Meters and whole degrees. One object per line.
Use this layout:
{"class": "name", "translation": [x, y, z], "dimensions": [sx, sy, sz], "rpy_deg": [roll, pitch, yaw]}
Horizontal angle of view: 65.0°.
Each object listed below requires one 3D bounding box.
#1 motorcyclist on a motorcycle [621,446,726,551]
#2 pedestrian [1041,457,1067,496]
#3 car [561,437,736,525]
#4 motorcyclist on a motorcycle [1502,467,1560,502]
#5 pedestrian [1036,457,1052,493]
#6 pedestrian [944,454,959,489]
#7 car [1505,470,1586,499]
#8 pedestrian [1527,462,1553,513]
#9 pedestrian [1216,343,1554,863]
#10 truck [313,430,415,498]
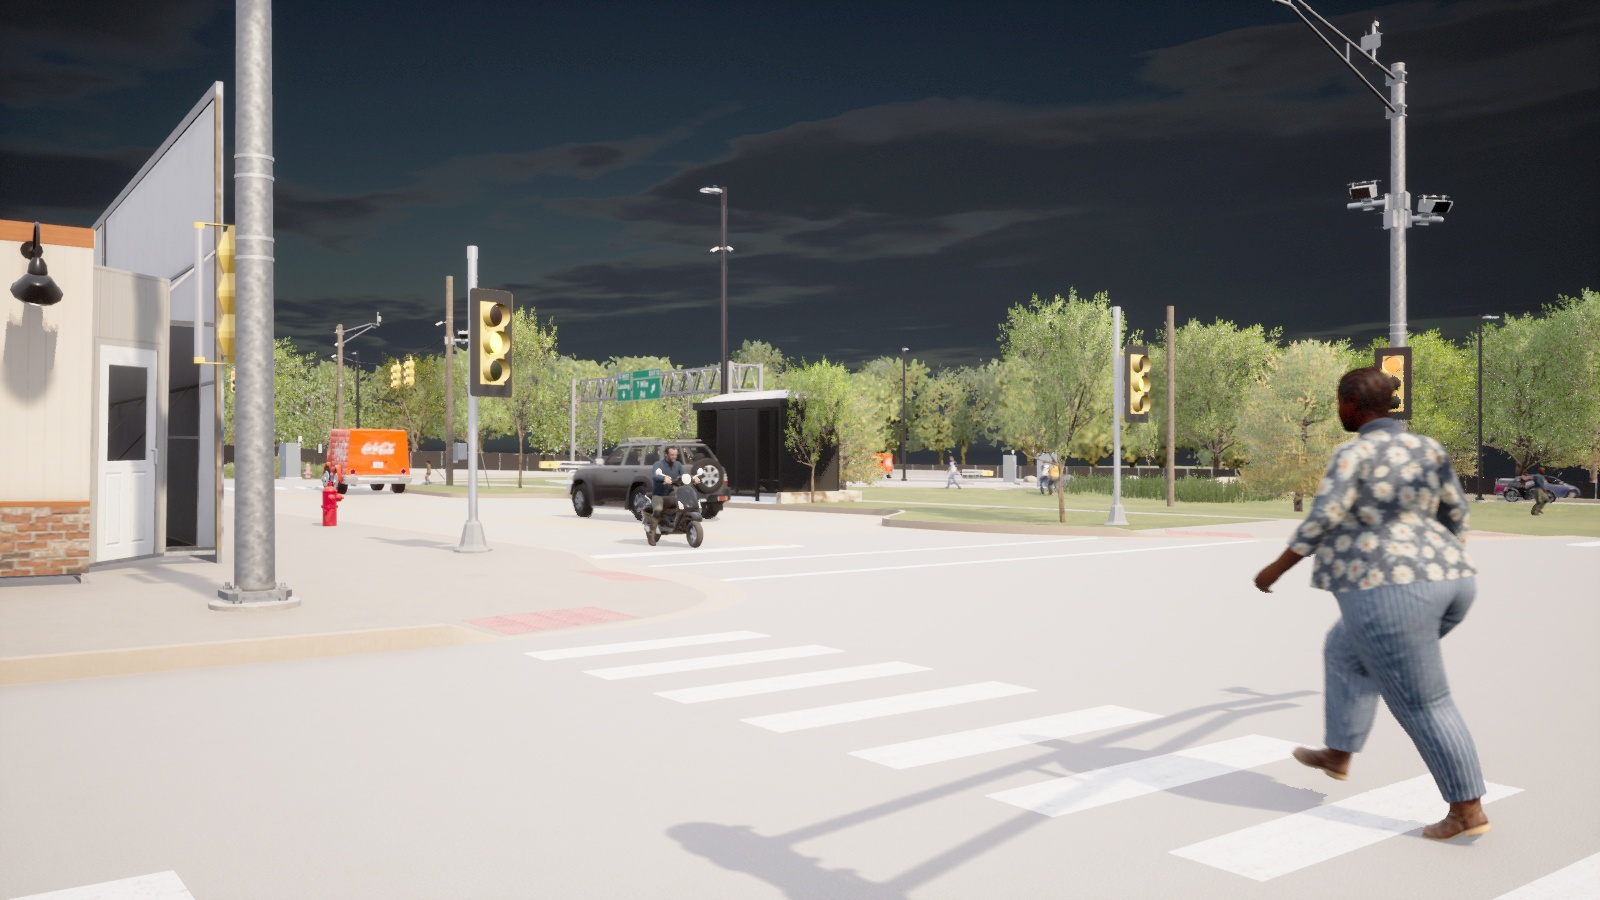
{"class": "motorcyclist on a motorcycle", "translation": [-2.040, 0.744, 20.081], "dimensions": [0.866, 1.590, 1.817], "rpy_deg": [0, 0, -36]}
{"class": "pedestrian", "translation": [12.514, 1.296, 61.970], "dimensions": [0.874, 1.855, 0.900], "rpy_deg": [0, 0, -35]}
{"class": "car", "translation": [-3.562, 0.668, 28.767], "dimensions": [1.932, 1.855, 4.605], "rpy_deg": [0, 0, -37]}
{"class": "motorcyclist on a motorcycle", "translation": [36.150, 1.687, 62.159], "dimensions": [0.766, 1.649, 2.350], "rpy_deg": [0, 0, -44]}
{"class": "pedestrian", "translation": [12.356, 1.253, 63.652], "dimensions": [0.354, 1.836, 0.706], "rpy_deg": [0, 0, -40]}
{"class": "pedestrian", "translation": [8.105, 1.129, 67.072], "dimensions": [0.706, 1.836, 0.354], "rpy_deg": [0, 0, -17]}
{"class": "car", "translation": [46.698, 2.162, 78.740], "dimensions": [3.988, 1.617, 1.851], "rpy_deg": [2, -2, -2]}
{"class": "pedestrian", "translation": [27.204, 1.368, 46.155], "dimensions": [0.370, 1.835, 0.726], "rpy_deg": [0, 0, -42]}
{"class": "pedestrian", "translation": [2.354, 0.546, 5.094], "dimensions": [0.874, 1.855, 0.900], "rpy_deg": [0, 0, -32]}
{"class": "truck", "translation": [-16.951, 0.484, 48.656], "dimensions": [2.627, 2.467, 5.204], "rpy_deg": [0, 1, -32]}
